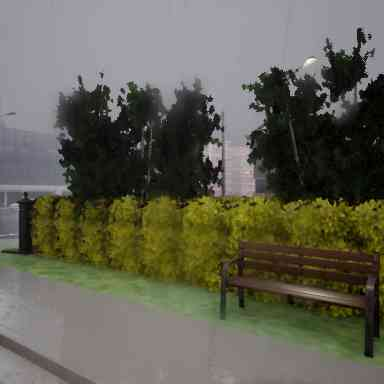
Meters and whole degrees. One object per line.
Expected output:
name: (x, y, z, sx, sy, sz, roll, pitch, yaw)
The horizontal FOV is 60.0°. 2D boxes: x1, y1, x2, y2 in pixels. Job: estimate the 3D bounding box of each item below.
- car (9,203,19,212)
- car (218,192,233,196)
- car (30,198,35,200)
car: (-18.568, 1.477, 38.326, 1.812, 1.442, 4.674, 0, 0, 33)
car: (6.893, 0.738, 68.285, 1.812, 1.442, 4.674, 0, 1, 35)
car: (-15.847, 1.515, 36.090, 1.994, 1.385, 4.181, 0, 0, 35)
